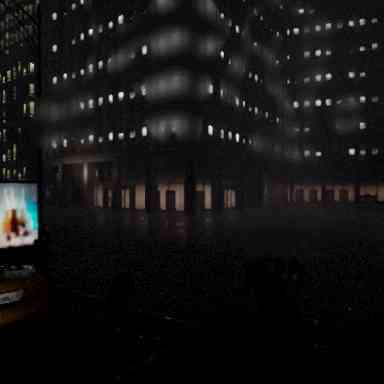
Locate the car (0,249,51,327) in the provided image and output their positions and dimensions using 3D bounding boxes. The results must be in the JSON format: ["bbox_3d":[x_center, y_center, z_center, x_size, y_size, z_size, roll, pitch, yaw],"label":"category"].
[{"bbox_3d":[-4.533,1.474,6.116,4.829,1.417,1.752,1,0,36],"label":"car"}]
